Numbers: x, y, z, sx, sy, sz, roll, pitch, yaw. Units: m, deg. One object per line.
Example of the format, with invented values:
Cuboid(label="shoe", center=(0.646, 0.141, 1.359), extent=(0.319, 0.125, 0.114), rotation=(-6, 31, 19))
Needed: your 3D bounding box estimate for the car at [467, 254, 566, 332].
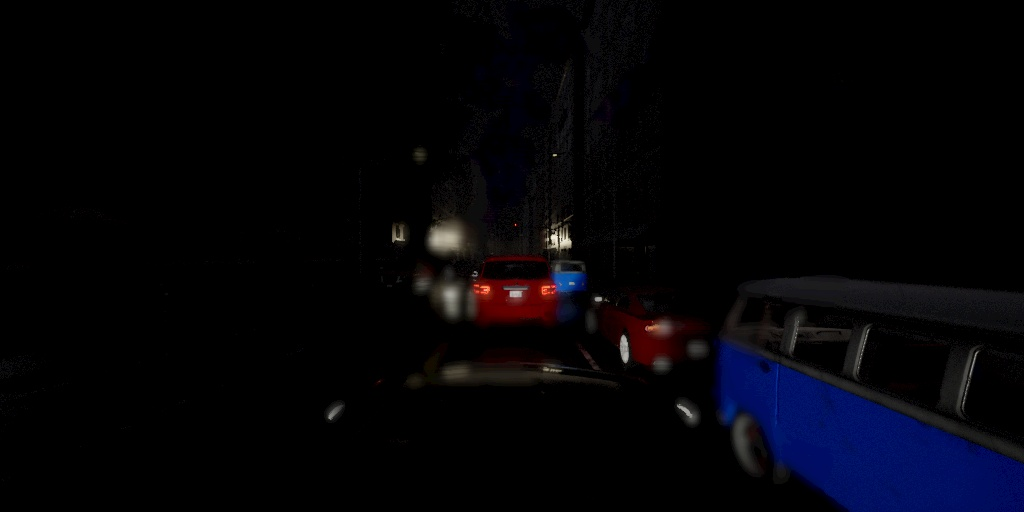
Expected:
Cuboid(label="car", center=(0.113, 0.970, 10.954), extent=(2.150, 2.045, 5.566), rotation=(0, 0, 0))

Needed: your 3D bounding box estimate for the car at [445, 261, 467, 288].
Cuboid(label="car", center=(-3.026, 1.093, 23.790), extent=(2.097, 1.767, 4.553), rotation=(0, 0, 1))

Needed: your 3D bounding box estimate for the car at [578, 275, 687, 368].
Cuboid(label="car", center=(2.863, 1.294, 7.733), extent=(1.888, 1.381, 4.507), rotation=(0, 0, 0))

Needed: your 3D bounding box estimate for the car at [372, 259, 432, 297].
Cuboid(label="car", center=(-5.647, 1.060, 19.025), extent=(2.192, 1.841, 5.009), rotation=(0, 0, 0))

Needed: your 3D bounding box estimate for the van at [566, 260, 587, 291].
Cuboid(label="van", center=(2.878, 1.086, 19.054), extent=(1.690, 1.789, 3.998), rotation=(0, 0, 0))

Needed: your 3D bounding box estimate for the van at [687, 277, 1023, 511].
Cuboid(label="van", center=(2.856, 1.091, 2.072), extent=(1.690, 1.789, 3.998), rotation=(0, 0, 0))
